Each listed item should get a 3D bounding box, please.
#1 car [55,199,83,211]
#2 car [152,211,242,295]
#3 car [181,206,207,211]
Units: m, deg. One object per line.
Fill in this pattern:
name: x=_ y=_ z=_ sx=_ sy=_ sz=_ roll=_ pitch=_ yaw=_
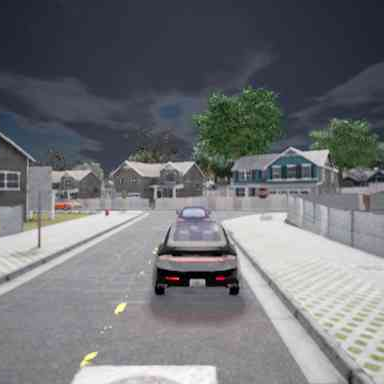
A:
car: x=-16.665 y=1.676 z=44.342 sx=4.553 sy=1.767 sz=2.097 roll=-2 pitch=-2 yaw=31
car: x=0.101 y=1.470 z=8.619 sx=2.128 sy=1.511 sz=4.902 roll=0 pitch=0 yaw=0
car: x=0.097 y=1.481 z=17.927 sx=1.812 sy=1.442 sz=4.674 roll=0 pitch=0 yaw=0
